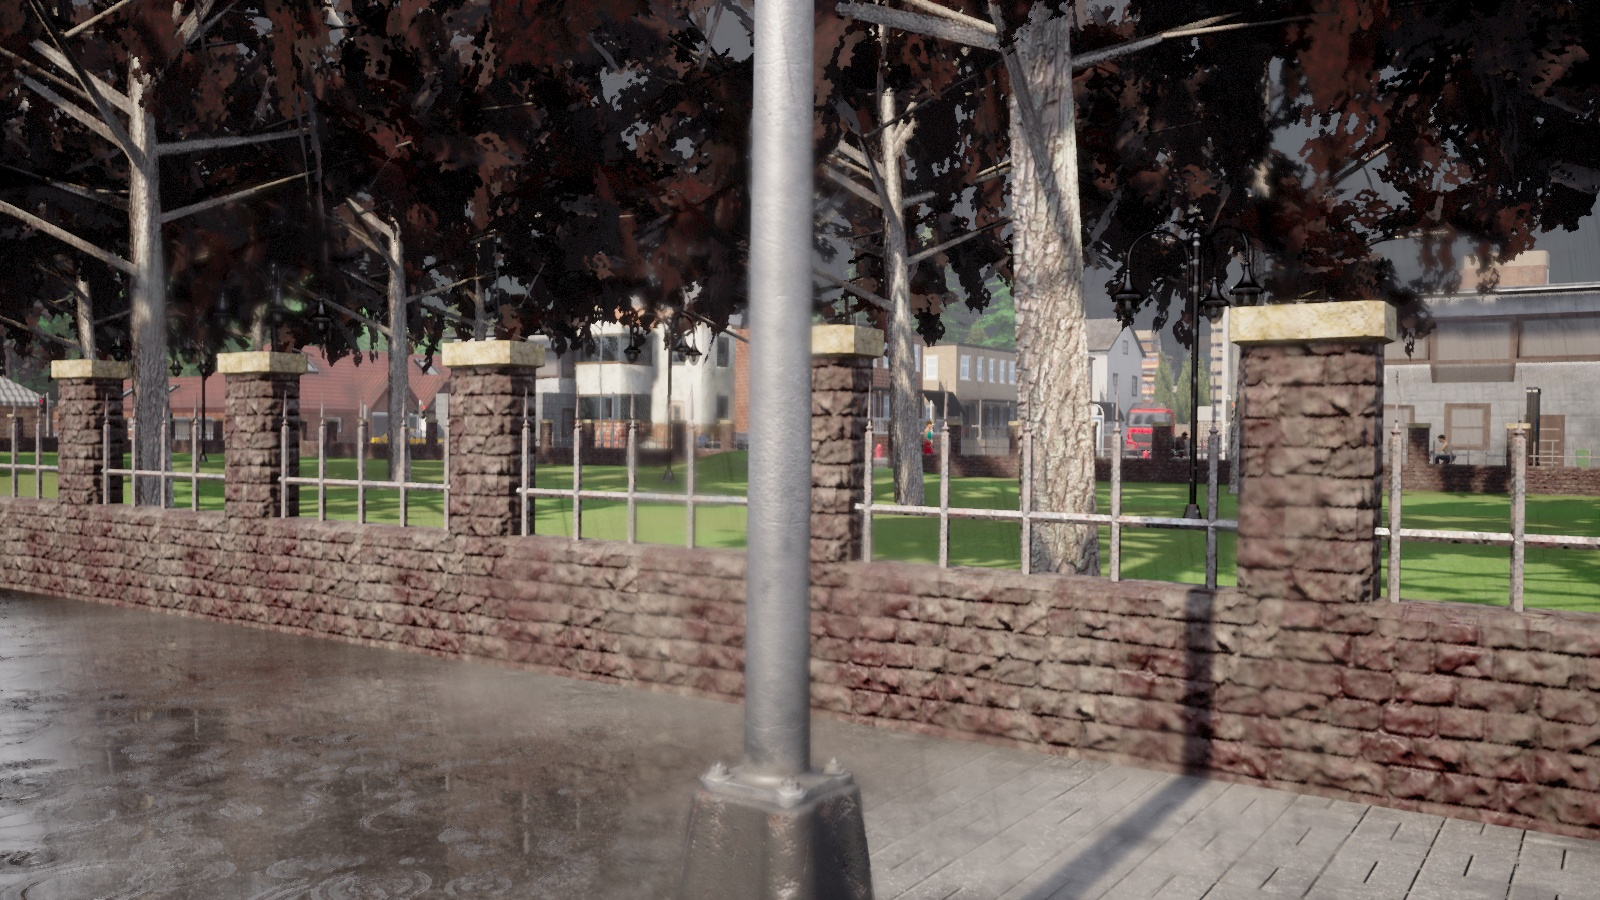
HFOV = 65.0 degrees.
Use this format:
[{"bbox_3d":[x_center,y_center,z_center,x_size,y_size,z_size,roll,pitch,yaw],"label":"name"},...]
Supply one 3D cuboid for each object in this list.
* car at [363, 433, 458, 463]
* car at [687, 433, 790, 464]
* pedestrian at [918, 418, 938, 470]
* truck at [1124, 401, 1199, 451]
[{"bbox_3d":[-21.030,-0.110,67.794,5.366,1.575,1.801,0,1,32],"label":"car"},{"bbox_3d":[-2.975,-0.072,60.555,4.674,1.442,1.812,0,1,28],"label":"car"},{"bbox_3d":[4.534,-0.223,44.356,0.594,1.836,0.345,0,1,34],"label":"pedestrian"},{"bbox_3d":[26.289,-1.755,91.058,2.891,3.462,7.936,0,1,34],"label":"truck"}]
